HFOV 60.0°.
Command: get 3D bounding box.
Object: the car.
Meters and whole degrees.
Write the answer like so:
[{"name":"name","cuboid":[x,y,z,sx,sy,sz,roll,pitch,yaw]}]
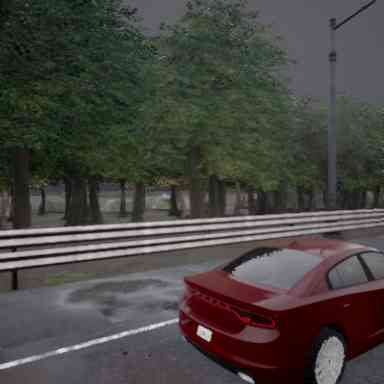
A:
[{"name":"car","cuboid":[2.159,1.480,5.283,5.008,1.535,1.882,0,0,-35]}]
